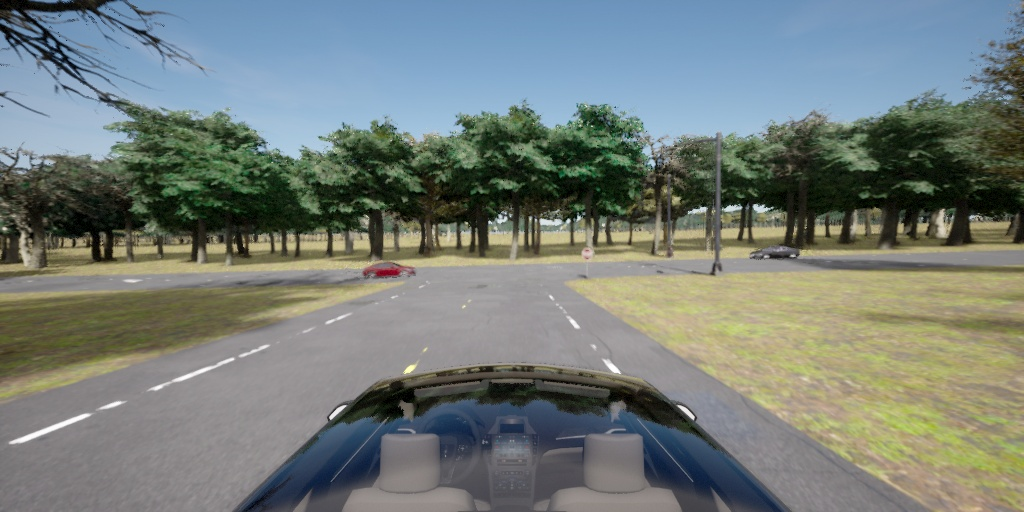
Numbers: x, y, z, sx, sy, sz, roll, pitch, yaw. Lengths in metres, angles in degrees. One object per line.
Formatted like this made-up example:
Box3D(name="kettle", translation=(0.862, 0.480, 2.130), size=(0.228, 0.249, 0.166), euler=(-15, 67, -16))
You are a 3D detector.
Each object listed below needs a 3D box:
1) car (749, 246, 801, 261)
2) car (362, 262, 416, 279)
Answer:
Box3D(name="car", translation=(28.698, -0.296, 39.263), size=(4.902, 1.511, 2.128), euler=(-3, 4, 0))
Box3D(name="car", translation=(-10.982, 1.227, 32.157), size=(4.674, 1.442, 1.812), euler=(-2, 4, 0))
